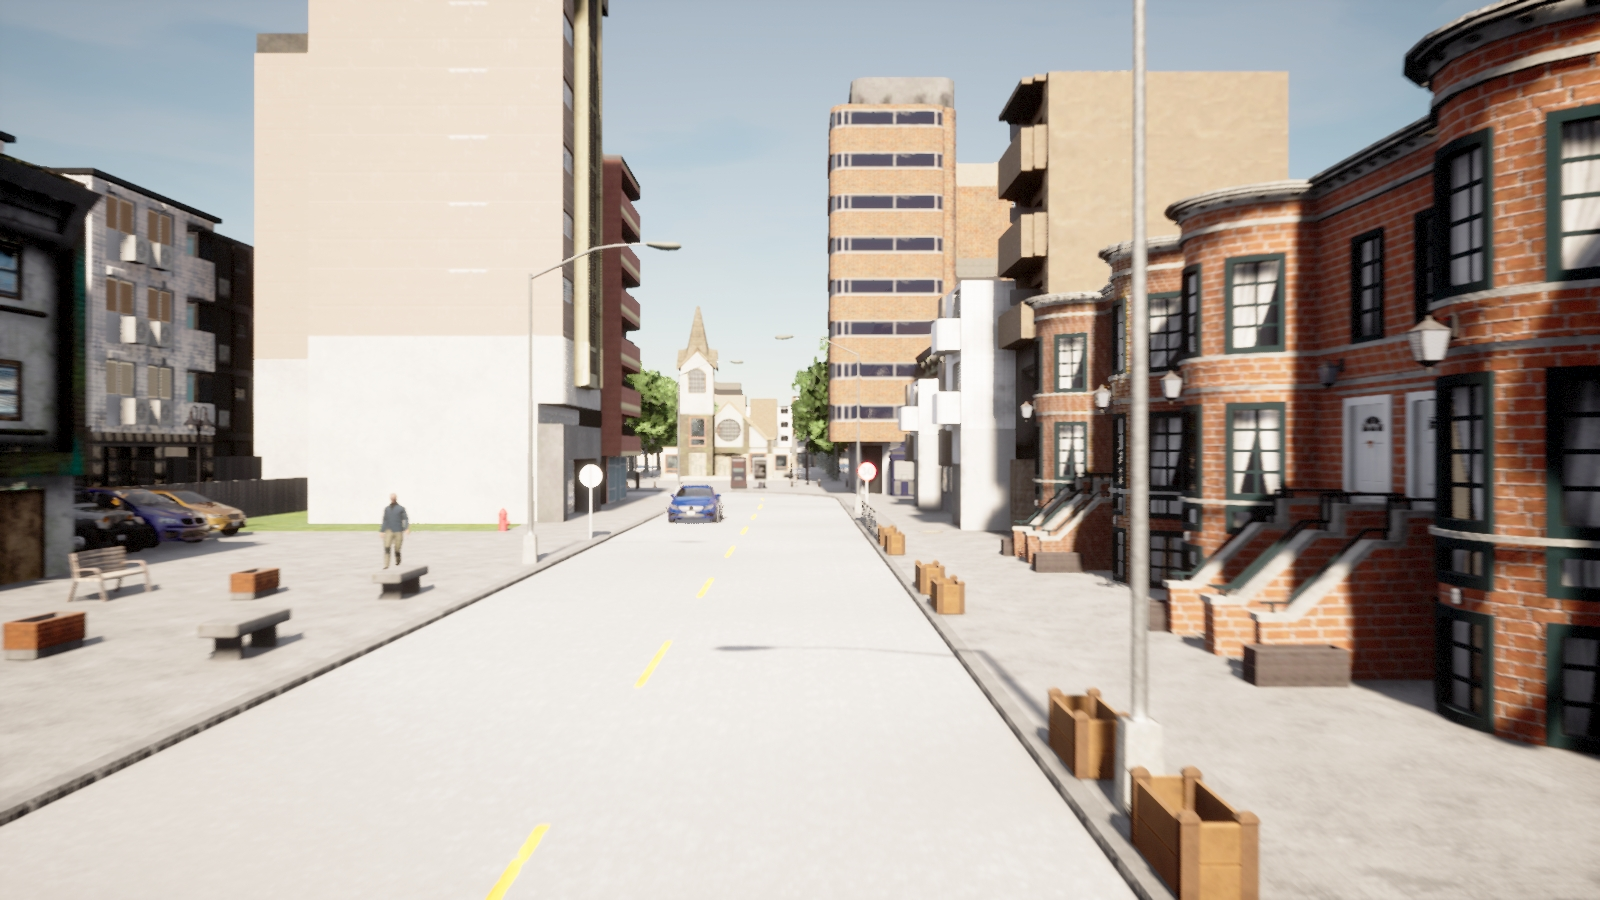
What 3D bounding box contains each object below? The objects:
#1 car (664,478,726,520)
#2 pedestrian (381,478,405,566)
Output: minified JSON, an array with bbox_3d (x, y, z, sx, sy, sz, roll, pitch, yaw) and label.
[{"bbox_3d":[-4.044,1.861,44.688,2.002,1.442,4.674,0,0,0],"label":"car"},{"bbox_3d":[-8.663,1.526,24.334,0.375,1.860,0.375,0,0,-3],"label":"pedestrian"}]
